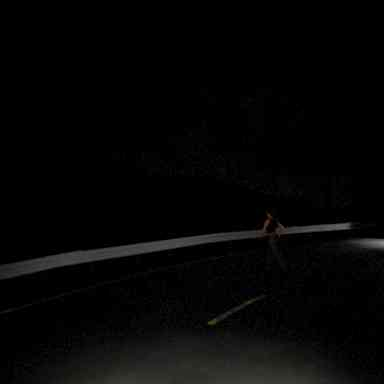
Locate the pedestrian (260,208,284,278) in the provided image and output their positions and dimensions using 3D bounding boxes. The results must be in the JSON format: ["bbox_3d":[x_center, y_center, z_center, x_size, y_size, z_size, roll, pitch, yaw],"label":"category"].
[{"bbox_3d":[2.181,1.306,9.070,0.375,1.860,0.375,0,0,-43],"label":"pedestrian"}]
